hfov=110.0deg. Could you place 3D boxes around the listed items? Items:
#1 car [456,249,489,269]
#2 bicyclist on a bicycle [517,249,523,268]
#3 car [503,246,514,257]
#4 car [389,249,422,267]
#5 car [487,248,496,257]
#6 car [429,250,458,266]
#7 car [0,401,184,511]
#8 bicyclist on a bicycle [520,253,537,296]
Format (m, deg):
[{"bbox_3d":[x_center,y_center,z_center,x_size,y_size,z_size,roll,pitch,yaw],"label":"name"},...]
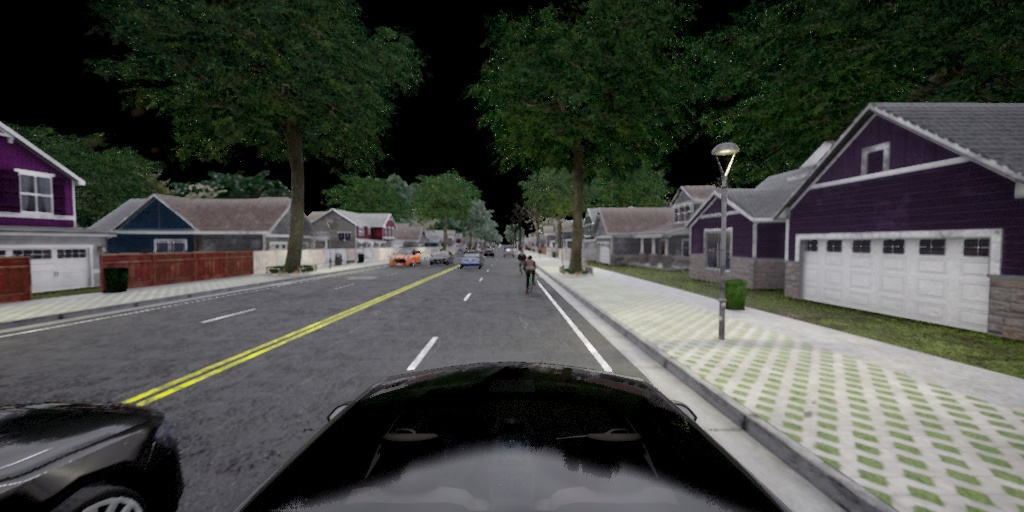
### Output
[{"bbox_3d":[-3.491,0.358,32.180,2.033,1.411,5.357,0,2,-1],"label":"car"},{"bbox_3d":[0.649,0.439,23.749,0.659,1.776,1.843,0,2,-1],"label":"bicyclist on a bicycle"},{"bbox_3d":[-0.572,-0.551,61.731,2.033,1.411,5.357,0,2,-1],"label":"car"},{"bbox_3d":[-10.208,0.095,34.497,2.097,1.767,4.553,0,2,-1],"label":"car"},{"bbox_3d":[-3.808,-0.559,60.642,1.837,1.490,4.892,0,2,-1],"label":"car"},{"bbox_3d":[-6.974,0.199,36.010,1.837,1.490,4.892,0,2,-1],"label":"car"},{"bbox_3d":[-3.135,1.283,0.401,2.128,1.511,4.902,0,2,-1],"label":"car"},{"bbox_3d":[0.750,0.801,14.694,0.582,1.620,1.656,0,1,-1],"label":"bicyclist on a bicycle"}]
